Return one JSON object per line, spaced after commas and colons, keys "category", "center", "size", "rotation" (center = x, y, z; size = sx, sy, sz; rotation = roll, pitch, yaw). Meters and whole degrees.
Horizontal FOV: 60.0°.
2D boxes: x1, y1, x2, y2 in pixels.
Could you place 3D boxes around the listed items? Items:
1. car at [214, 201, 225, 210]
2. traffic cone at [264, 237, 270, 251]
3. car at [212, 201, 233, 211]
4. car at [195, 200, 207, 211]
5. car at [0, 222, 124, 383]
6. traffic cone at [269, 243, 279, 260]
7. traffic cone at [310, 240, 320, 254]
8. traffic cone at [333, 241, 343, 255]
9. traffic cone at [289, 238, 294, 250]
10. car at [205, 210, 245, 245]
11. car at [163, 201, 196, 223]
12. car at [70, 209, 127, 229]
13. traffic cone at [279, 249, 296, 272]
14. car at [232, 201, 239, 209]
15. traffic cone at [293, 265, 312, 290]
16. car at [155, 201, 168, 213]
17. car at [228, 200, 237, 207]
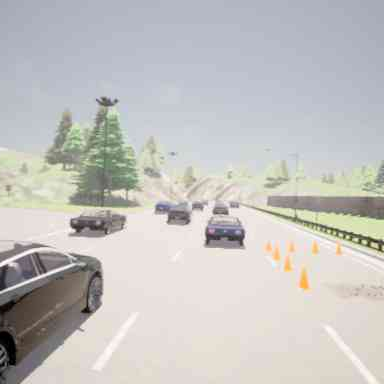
{"category": "car", "center": [5.074, 2.542, 61.814], "size": [2.033, 1.411, 5.357], "rotation": [2, -1, 4]}
{"category": "traffic cone", "center": [3.359, 2.281, 14.596], "size": [0.340, 0.580, 0.340], "rotation": [2, -1, 4]}
{"category": "car", "center": [3.343, 2.127, 39.188], "size": [2.128, 1.511, 4.902], "rotation": [2, -1, 4]}
{"category": "car", "center": [0.937, 2.226, 53.568], "size": [1.837, 1.490, 4.892], "rotation": [2, 0, 4]}
{"category": "car", "center": [-2.797, 1.439, 4.793], "size": [2.128, 1.511, 4.902], "rotation": [2, -1, 4]}
{"category": "traffic cone", "center": [3.206, 2.249, 12.602], "size": [0.340, 0.580, 0.340], "rotation": [2, -1, 4]}
{"category": "traffic cone", "center": [5.351, 2.361, 14.442], "size": [0.340, 0.580, 0.340], "rotation": [2, -1, 4]}
{"category": "traffic cone", "center": [6.347, 2.401, 14.366], "size": [0.340, 0.580, 0.340], "rotation": [2, -1, 4]}
{"category": "traffic cone", "center": [4.355, 2.321, 14.519], "size": [0.340, 0.580, 0.340], "rotation": [2, -1, 4]}
{"category": "car", "center": [1.670, 1.892, 17.400], "size": [1.895, 1.301, 4.718], "rotation": [2, -1, 4]}
{"category": "car", "center": [-0.974, 1.830, 28.617], "size": [1.837, 1.490, 4.892], "rotation": [2, 0, 4]}
{"category": "car", "center": [-5.203, 1.631, 19.240], "size": [1.895, 1.301, 4.718], "rotation": [2, -1, 4]}
{"category": "traffic cone", "center": [3.053, 2.217, 10.608], "size": [0.340, 0.580, 0.340], "rotation": [2, -1, 4]}
{"category": "car", "center": [9.311, 2.849, 72.656], "size": [1.994, 1.385, 4.181], "rotation": [2, -1, 4]}
{"category": "traffic cone", "center": [2.901, 2.186, 8.615], "size": [0.340, 0.580, 0.340], "rotation": [2, -1, 4]}
{"category": "car", "center": [-3.443, 1.872, 42.165], "size": [1.882, 1.535, 5.008], "rotation": [2, -1, 4]}
{"category": "car", "center": [10.083, 2.857, 82.668], "size": [1.882, 1.535, 5.008], "rotation": [2, -1, 4]}
